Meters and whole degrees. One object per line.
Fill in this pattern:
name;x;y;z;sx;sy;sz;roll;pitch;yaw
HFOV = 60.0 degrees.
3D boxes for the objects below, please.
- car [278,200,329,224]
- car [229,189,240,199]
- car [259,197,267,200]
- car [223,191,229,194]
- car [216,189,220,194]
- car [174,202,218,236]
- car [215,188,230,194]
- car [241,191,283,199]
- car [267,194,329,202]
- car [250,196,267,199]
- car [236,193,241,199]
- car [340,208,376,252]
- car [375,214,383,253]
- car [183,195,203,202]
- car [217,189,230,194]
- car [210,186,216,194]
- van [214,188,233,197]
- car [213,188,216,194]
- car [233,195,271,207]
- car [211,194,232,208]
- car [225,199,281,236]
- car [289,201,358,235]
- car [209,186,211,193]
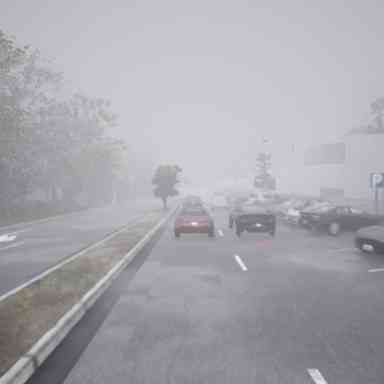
car;8.082;1.424;20.792;4.674;1.452;2.002;1;1;-20
car;8.066;0.921;41.792;5.566;2.045;2.435;0;1;-20
car;8.085;1.390;26.792;4.674;1.452;2.002;1;1;-20
car;8.068;0.978;53.811;4.792;1.488;2.163;0;1;-20
car;8.095;0.691;68.833;4.674;1.452;2.002;0;1;-20
car;0.108;1.475;17.848;1.994;1.385;4.181;0;0;0
car;8.073;0.466;71.802;4.553;1.767;2.185;0;1;-20
car;8.113;1.040;32.813;5.566;2.045;2.435;1;1;-20
car;8.113;1.241;23.802;4.553;1.767;2.185;1;1;-20
car;8.109;1.350;29.817;4.792;1.488;2.163;1;0;-20
car;7.914;1.251;35.743;5.366;1.575;1.946;1;1;-20
car;8.050;1.450;11.775;4.792;1.488;2.163;1;0;-20
car;8.054;1.184;8.770;5.566;2.045;2.435;1;1;-20
car;0.116;1.118;35.971;2.097;1.767;4.553;0;1;0
car;8.073;0.740;65.815;4.792;1.488;2.163;0;1;-20
car;8.083;0.162;80.740;5.566;2.045;2.435;0;1;-20
van;8.000;0.128;83.694;4.442;1.987;1.878;0;1;-20
car;8.097;0.474;77.778;4.892;1.521;2.231;0;1;-20
car;8.094;1.159;44.816;4.674;1.452;2.002;0;1;-20
car;3.117;1.263;37.977;1.812;1.442;4.674;0;1;0
car;3.108;1.388;17.991;1.882;1.535;5.008;0;0;0
car;8.072;1.398;17.792;5.008;1.535;2.097;1;0;-20
car;8.136;0.043;86.736;5.566;2.045;2.435;0;1;-20
